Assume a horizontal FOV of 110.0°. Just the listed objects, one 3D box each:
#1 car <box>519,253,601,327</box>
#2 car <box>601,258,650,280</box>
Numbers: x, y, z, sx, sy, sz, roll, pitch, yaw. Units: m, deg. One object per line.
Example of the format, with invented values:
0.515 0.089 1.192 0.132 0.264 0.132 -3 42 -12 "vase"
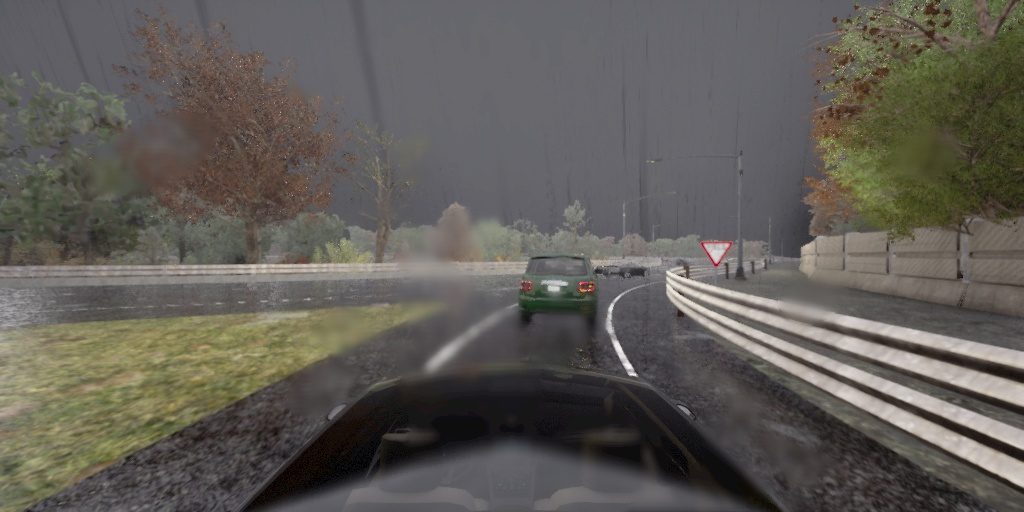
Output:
1.725 0.937 11.756 2.150 2.045 5.566 0 0 14 "car"
9.706 1.151 30.253 4.902 1.511 2.128 0 0 -39 "car"
